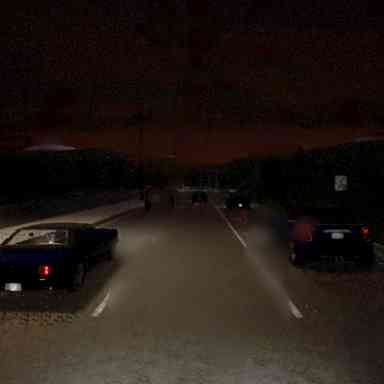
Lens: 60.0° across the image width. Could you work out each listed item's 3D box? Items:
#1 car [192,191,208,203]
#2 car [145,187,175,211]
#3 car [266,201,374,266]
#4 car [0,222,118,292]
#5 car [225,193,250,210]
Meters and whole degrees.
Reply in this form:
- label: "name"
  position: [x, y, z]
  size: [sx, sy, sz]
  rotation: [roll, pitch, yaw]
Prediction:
- label: "car"
  position: [0.987, 0.549, 42.857]
  size: [1.882, 1.535, 5.008]
  rotation: [0, 1, 1]
- label: "car"
  position: [-2.805, 0.579, 29.491]
  size: [2.150, 2.045, 5.566]
  rotation: [0, 1, 1]
- label: "car"
  position: [3.816, 1.118, 10.761]
  size: [2.097, 1.767, 4.553]
  rotation: [0, 1, 1]
- label: "car"
  position: [-3.244, 1.415, 8.348]
  size: [1.895, 1.301, 4.718]
  rotation: [0, 1, 1]
- label: "car"
  position: [4.231, 0.833, 31.053]
  size: [1.837, 1.490, 4.892]
  rotation: [0, 1, 1]
